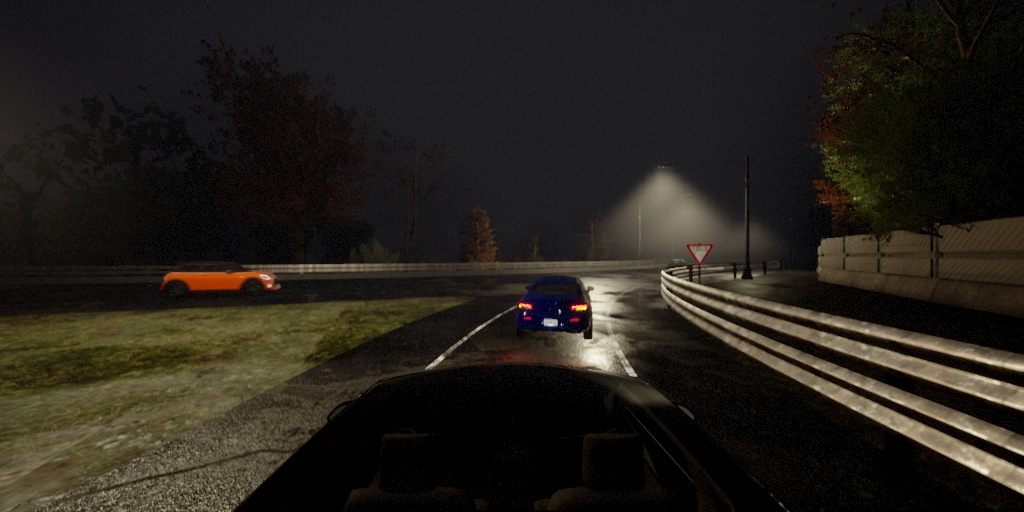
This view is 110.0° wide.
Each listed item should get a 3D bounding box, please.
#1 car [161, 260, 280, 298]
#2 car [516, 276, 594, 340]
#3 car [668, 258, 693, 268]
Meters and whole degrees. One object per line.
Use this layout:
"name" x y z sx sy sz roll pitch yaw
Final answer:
"car" -14.627 1.077 18.316 4.553 1.767 2.097 0 0 -22
"car" 1.277 1.269 9.987 1.812 1.442 4.674 0 0 11
"car" 24.862 1.189 53.547 2.128 1.511 4.902 0 0 41
